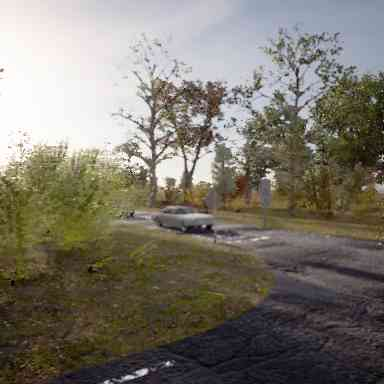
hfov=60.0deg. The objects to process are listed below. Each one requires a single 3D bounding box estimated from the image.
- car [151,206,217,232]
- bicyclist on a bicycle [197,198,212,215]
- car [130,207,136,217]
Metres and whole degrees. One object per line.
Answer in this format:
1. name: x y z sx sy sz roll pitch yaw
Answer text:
1. car: -0.582 1.543 20.138 1.895 1.301 4.718 0 1 -35
2. bicyclist on a bicycle: 1.063 1.323 28.138 1.656 1.620 0.582 1 0 -36
3. car: -6.454 1.365 28.355 1.994 1.385 4.181 0 1 -36
